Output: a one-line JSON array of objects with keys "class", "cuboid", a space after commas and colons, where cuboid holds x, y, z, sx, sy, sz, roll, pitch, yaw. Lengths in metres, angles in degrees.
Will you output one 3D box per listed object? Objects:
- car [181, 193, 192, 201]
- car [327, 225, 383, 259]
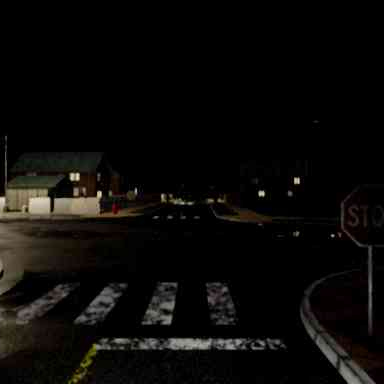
[{"class": "car", "cuboid": [-1.099, 0.944, 71.159, 2.097, 1.767, 4.553, 0, 0, 2]}, {"class": "car", "cuboid": [7.164, 1.604, 12.003, 4.181, 1.385, 1.994, 1, 0, 8]}]
